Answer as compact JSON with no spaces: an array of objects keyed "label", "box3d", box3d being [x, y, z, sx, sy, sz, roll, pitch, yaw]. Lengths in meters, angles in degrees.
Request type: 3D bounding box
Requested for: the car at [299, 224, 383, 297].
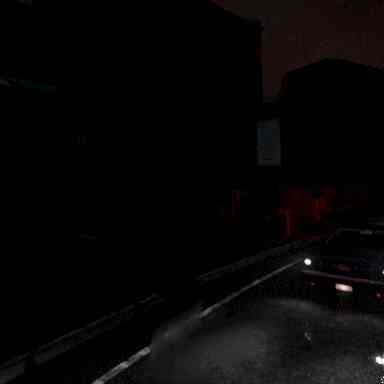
[{"label":"car","box3d":[4.317,1.537,8.224,1.895,1.301,4.718,1,1,38]}]
